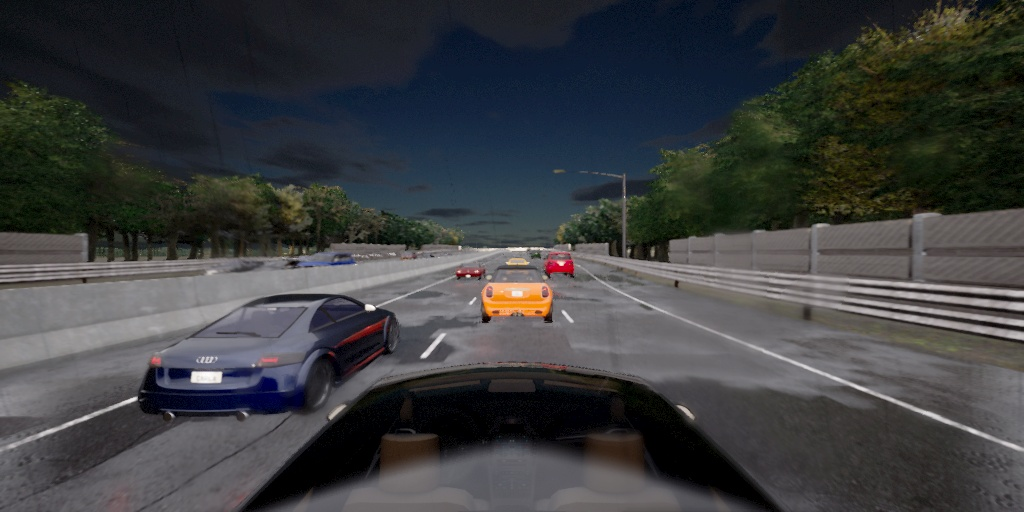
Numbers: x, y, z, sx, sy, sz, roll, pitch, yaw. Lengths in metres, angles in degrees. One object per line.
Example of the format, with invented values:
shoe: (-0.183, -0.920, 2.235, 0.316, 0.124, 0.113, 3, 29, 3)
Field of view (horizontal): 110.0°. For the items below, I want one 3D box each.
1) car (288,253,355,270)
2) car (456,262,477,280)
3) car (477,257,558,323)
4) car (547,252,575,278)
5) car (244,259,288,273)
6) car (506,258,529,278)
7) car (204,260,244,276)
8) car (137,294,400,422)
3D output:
car: (-13.814, 0.765, 26.929, 2.150, 2.045, 5.566, 0, 1, 1)
car: (-3.089, 1.126, 27.995, 1.895, 1.301, 4.718, 0, 1, 1)
car: (0.163, 1.061, 12.183, 2.097, 1.767, 4.553, 0, 0, 0)
car: (3.857, 0.711, 30.141, 2.150, 2.045, 5.566, 0, 1, 1)
car: (-17.307, 1.048, 27.080, 1.837, 1.490, 4.892, 0, 1, 1)
car: (0.489, 0.957, 31.105, 1.882, 1.535, 5.008, 0, 1, 1)
car: (-20.801, 1.033, 27.378, 2.128, 1.511, 4.902, 0, 1, 1)
car: (-3.377, 1.306, 5.979, 1.994, 1.385, 4.181, 0, 0, 0)
